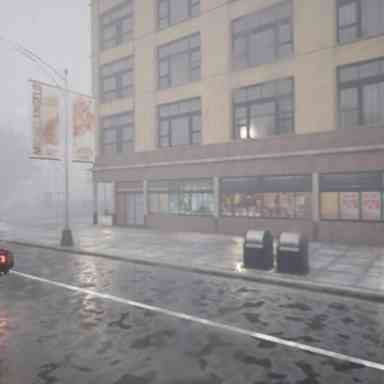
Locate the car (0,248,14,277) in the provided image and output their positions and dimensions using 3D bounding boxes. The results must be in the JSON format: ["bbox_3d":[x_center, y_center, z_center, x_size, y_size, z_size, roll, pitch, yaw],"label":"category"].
[{"bbox_3d":[-6.878,1.727,9.092,4.718,1.301,1.895,-1,0,37],"label":"car"}]
